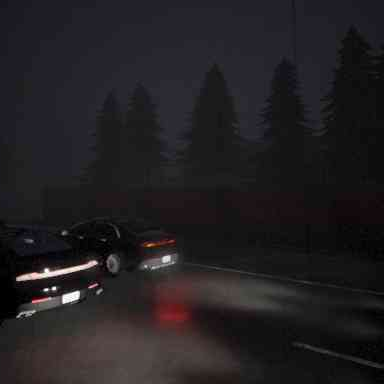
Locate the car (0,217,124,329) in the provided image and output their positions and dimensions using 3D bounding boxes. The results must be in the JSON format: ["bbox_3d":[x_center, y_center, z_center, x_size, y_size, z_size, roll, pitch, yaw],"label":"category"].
[{"bbox_3d":[-3.936,1.496,6.827,4.902,1.511,2.128,0,0,36],"label":"car"}]

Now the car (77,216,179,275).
[{"bbox_3d":[-2.640,1.511,10.207,4.892,1.490,1.837,0,0,36],"label":"car"}]
